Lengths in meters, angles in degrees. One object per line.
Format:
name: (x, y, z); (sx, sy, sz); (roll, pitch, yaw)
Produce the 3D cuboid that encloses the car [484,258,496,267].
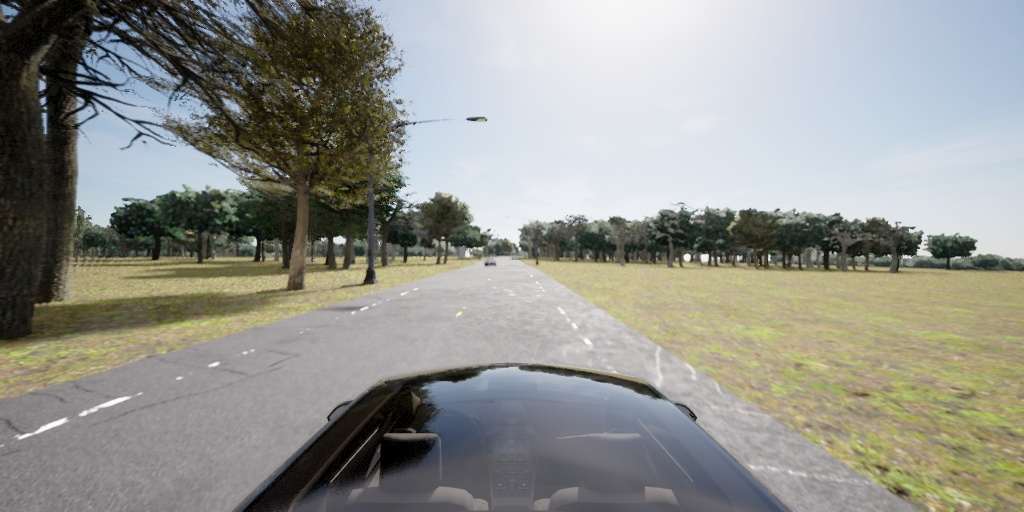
car: (-3.538, 1.045, 58.966); (2.033, 1.411, 5.357); (1, 0, 1)
